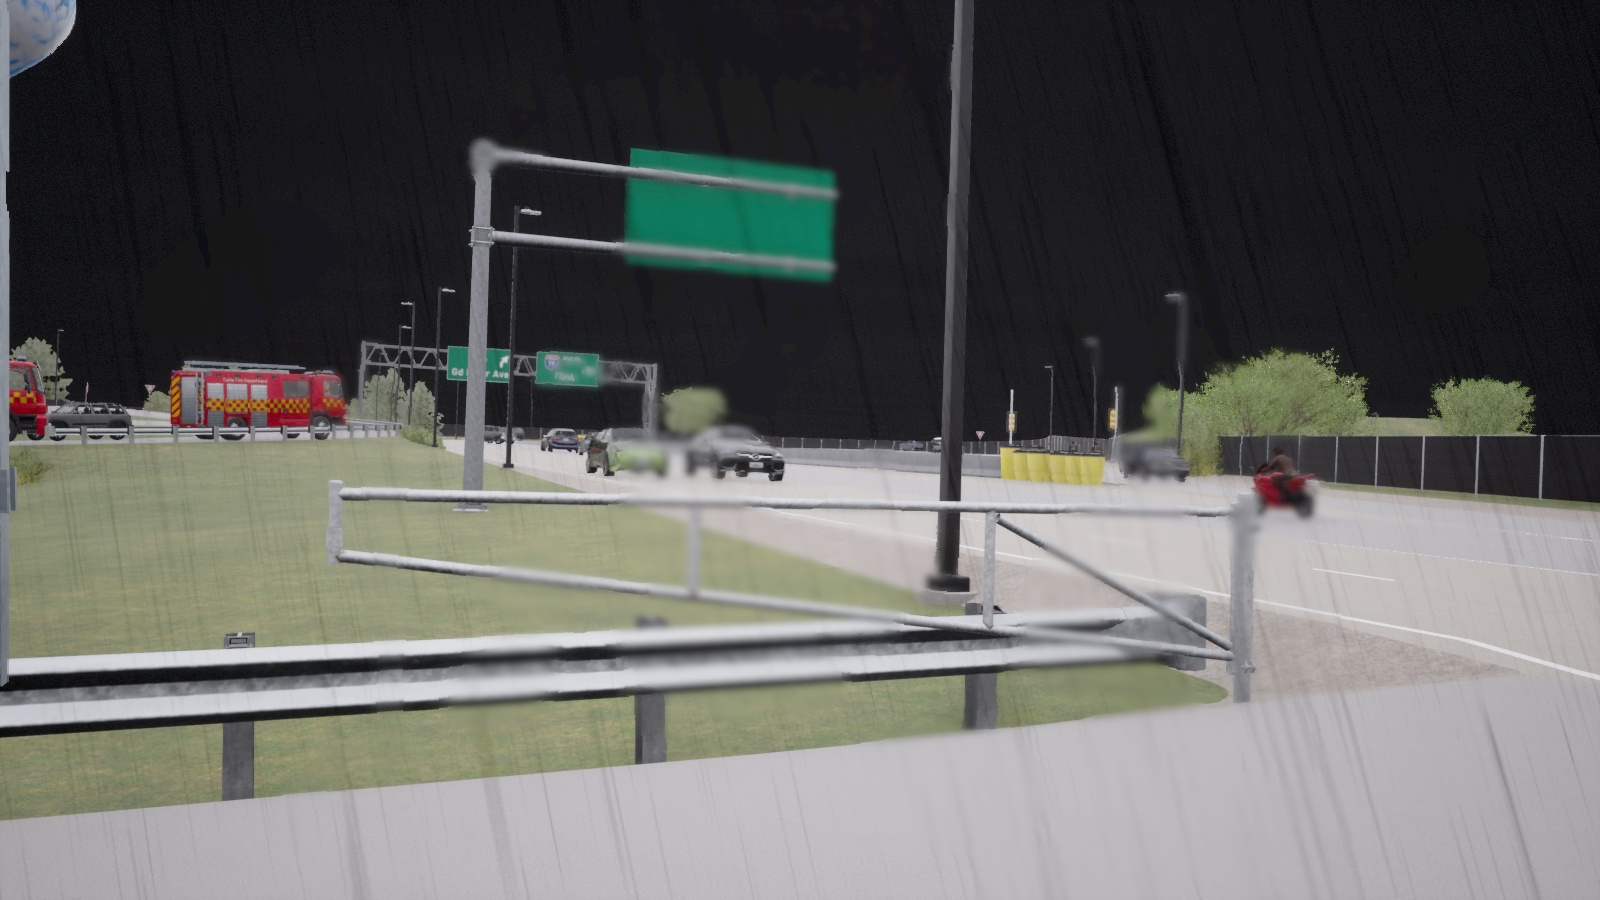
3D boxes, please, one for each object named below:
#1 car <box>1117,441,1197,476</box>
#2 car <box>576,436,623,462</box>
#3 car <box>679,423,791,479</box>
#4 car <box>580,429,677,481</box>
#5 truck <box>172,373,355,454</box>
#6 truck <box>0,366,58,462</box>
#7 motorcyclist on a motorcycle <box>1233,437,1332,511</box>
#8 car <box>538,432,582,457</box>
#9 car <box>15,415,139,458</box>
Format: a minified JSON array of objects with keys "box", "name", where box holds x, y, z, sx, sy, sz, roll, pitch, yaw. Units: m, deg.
[{"box":[15.205,0.324,53.775,2.033,1.411,5.357,0,1,2],"name":"car"},{"box":[-12.261,-0.085,76.469,1.837,1.490,4.892,1,0,-21],"name":"car"},{"box":[-2.184,0.017,40.479,2.152,1.651,5.027,1,0,-21],"name":"car"},{"box":[-5.407,0.134,39.102,2.007,1.525,4.514,1,0,-21],"name":"car"},{"box":[-27.117,-1.860,63.984,2.891,3.827,8.468,1,2,31],"name":"truck"},{"box":[-34.553,-1.390,50.036,8.468,3.827,2.891,-2,1,-30],"name":"truck"},{"box":[10.415,0.493,27.185,0.797,1.523,2.044,1,0,-21],"name":"motorcyclist on a motorcycle"},{"box":[-16.960,-0.389,88.713,2.242,1.667,4.611,1,0,-21],"name":"car"},{"box":[-33.539,-0.639,58.369,1.932,1.855,4.605,0,2,28],"name":"car"}]
